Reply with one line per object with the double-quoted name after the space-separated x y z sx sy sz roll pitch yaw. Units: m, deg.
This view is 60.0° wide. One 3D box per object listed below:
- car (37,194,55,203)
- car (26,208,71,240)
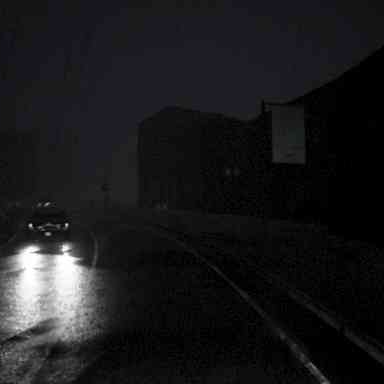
-24.455 1.113 55.945 2.033 1.411 5.357 0 0 -10 "car"
-6.991 1.489 16.409 1.895 1.301 4.718 1 0 -22 "car"
